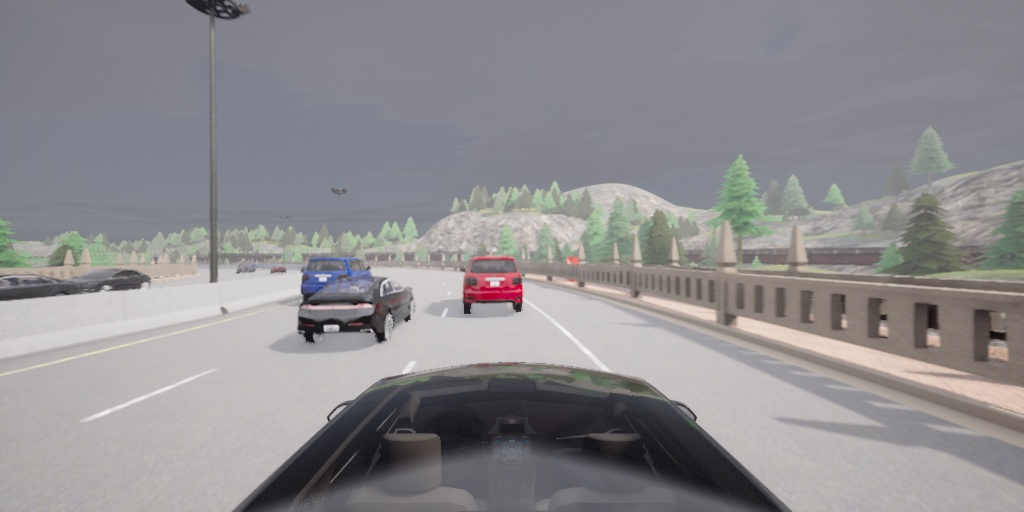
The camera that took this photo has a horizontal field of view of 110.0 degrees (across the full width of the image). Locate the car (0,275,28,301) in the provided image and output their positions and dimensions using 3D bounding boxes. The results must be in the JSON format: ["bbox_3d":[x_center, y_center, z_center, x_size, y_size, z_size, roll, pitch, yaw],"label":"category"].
[{"bbox_3d":[-14.456,1.349,7.478,2.128,1.511,4.902,0,0,-4],"label":"car"}]

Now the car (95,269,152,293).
[{"bbox_3d":[-23.618,1.511,20.987,1.837,1.490,4.892,0,-1,-14],"label":"car"}]

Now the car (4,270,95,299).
[{"bbox_3d":[-18.495,1.404,12.632,2.128,1.511,4.902,0,0,-8],"label":"car"}]

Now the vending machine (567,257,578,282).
[{"bbox_3d":[4.775,1.035,27.461,1.100,2.100,0.880,0,0,-14],"label":"vending machine"}]

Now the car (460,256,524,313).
[{"bbox_3d":[-0.916,1.035,14.628,2.150,2.045,5.566,0,0,-7],"label":"car"}]

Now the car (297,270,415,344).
[{"bbox_3d":[-3.948,1.300,9.848,2.128,1.511,4.902,0,0,-5],"label":"car"}]

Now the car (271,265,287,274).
[{"bbox_3d":[-33.747,1.950,51.942,1.895,1.301,4.718,0,0,-34],"label":"car"}]

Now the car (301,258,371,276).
[{"bbox_3d":[-8.464,1.100,17.844,2.150,2.045,5.566,0,0,-10],"label":"car"}]
